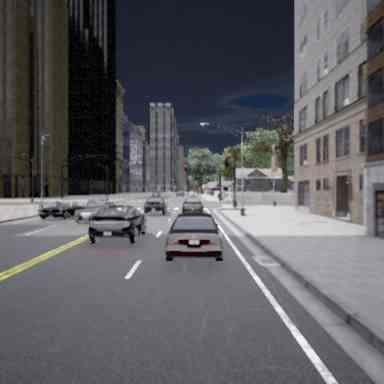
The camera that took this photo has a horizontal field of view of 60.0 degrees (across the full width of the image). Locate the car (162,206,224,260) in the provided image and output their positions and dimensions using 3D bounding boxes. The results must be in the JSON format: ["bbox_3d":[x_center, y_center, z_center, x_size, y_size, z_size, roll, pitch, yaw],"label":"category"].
[{"bbox_3d":[0.090,1.435,11.860,2.033,1.411,5.357,0,1,1],"label":"car"}]

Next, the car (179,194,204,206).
[{"bbox_3d":[0.074,1.206,29.418,2.128,1.511,4.902,0,0,0],"label":"car"}]

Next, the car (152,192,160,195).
[{"bbox_3d":[-9.827,0.634,91.582,2.128,1.511,4.902,0,1,0],"label":"car"}]

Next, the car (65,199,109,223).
[{"bbox_3d":[-6.600,1.272,23.030,2.128,1.511,4.902,0,1,0],"label":"car"}]

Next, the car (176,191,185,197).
[{"bbox_3d":[-3.329,0.428,94.242,2.097,1.767,4.553,0,1,0],"label":"car"}]

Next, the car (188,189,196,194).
[{"bbox_3d":[-0.079,0.583,93.860,1.812,1.442,4.674,0,1,0],"label":"car"}]

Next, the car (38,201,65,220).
[{"bbox_3d":[-9.842,1.359,25.371,1.895,1.301,4.718,0,1,0],"label":"car"}]

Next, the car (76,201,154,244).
[{"bbox_3d":[-3.164,1.347,14.895,2.128,1.511,4.902,0,0,0],"label":"car"}]

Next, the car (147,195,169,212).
[{"bbox_3d":[-3.175,1.214,29.698,1.837,1.490,4.892,0,-1,0],"label":"car"}]
